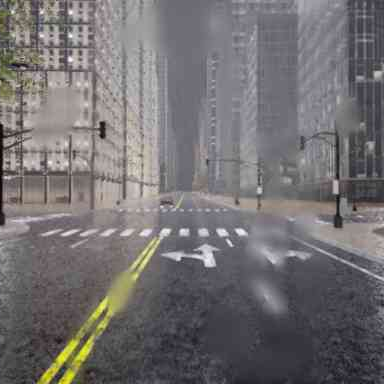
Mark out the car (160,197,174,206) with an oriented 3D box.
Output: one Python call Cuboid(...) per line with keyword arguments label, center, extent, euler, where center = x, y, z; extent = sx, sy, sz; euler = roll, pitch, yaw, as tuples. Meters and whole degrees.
Cuboid(label="car", center=(-3.849, 1.431, 51.678), extent=(1.994, 1.385, 4.181), euler=(0, 0, -1))
